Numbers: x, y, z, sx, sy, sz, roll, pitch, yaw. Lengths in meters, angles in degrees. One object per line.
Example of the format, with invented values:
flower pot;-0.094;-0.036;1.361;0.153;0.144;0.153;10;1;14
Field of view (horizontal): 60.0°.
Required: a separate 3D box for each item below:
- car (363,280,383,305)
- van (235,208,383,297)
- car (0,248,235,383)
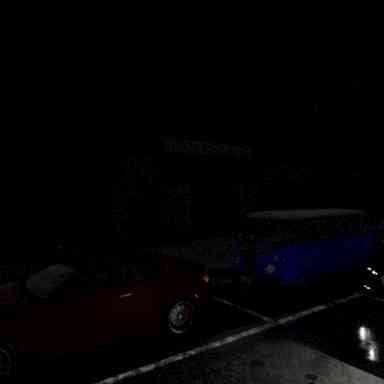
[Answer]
car;5.491;1.464;6.982;4.902;1.511;2.128;0;0;-35
van;2.841;1.319;8.212;3.998;1.788;1.690;0;0;-35
car;-1.567;1.577;5.071;4.206;1.307;1.802;0;0;-35
